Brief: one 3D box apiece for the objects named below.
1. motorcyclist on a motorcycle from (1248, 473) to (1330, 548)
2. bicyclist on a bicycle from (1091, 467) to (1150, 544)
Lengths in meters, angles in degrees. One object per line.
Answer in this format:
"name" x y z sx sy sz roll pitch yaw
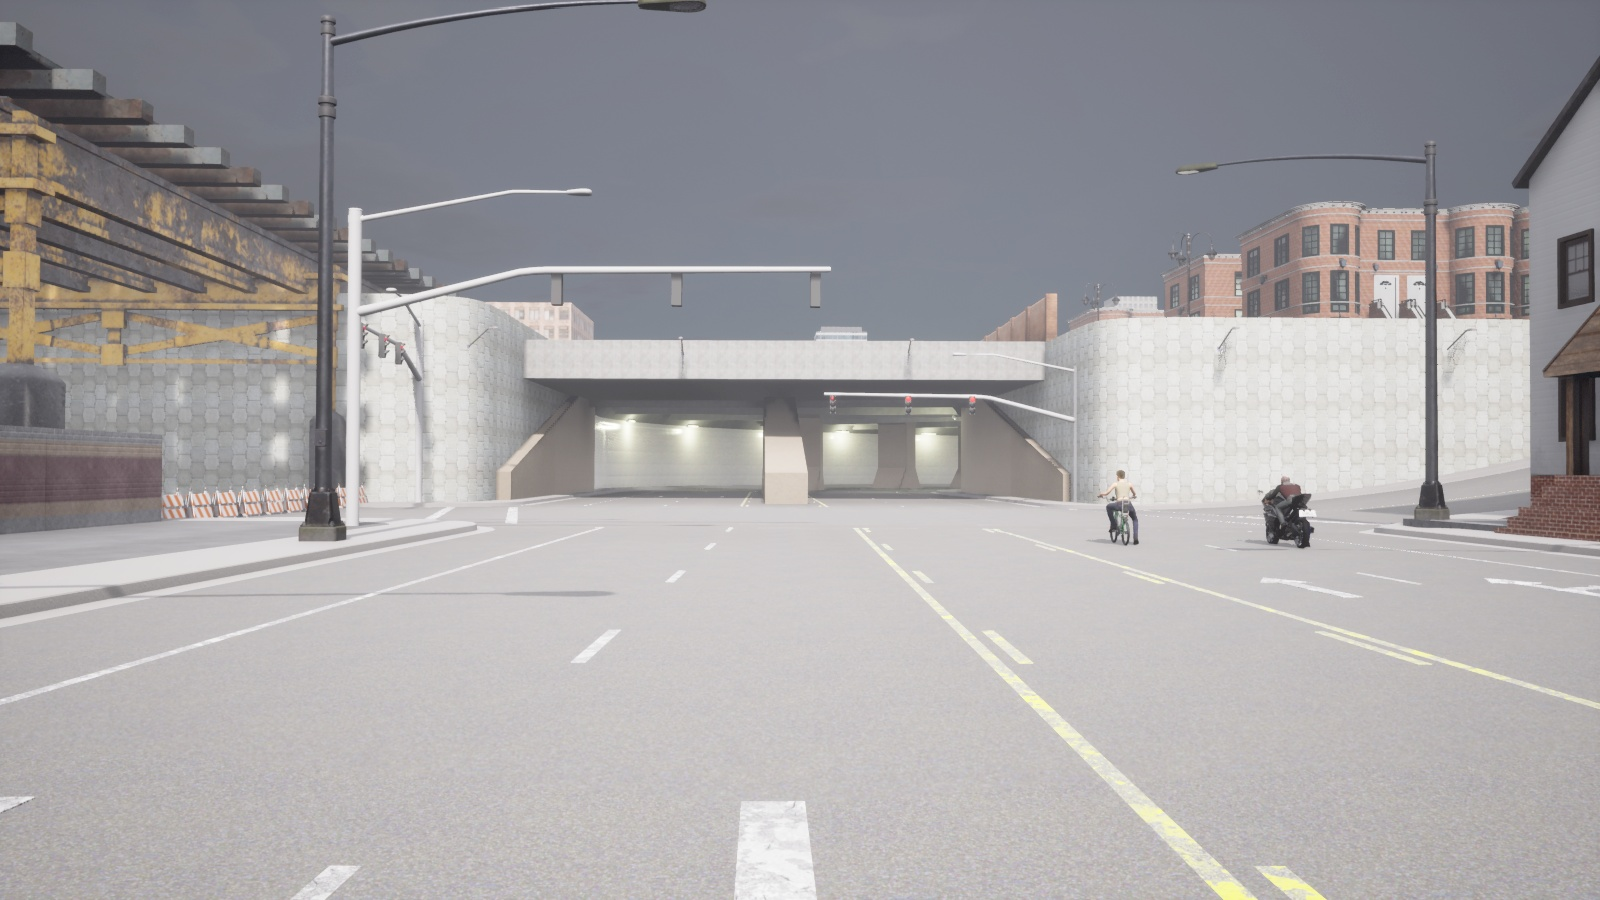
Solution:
"motorcyclist on a motorcycle" 10.422 1.258 26.851 0.866 1.530 2.191 0 -1 0
"bicyclist on a bicycle" 6.927 1.179 27.175 0.866 1.612 1.509 0 -1 -1
